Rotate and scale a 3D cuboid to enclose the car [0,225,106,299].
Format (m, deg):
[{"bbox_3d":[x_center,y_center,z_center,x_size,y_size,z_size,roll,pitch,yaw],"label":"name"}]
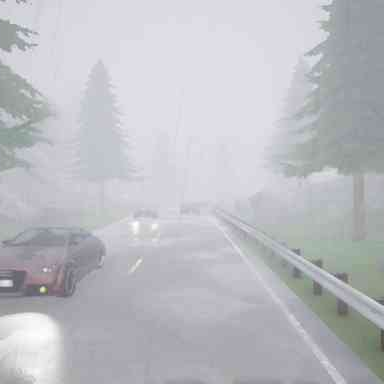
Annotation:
[{"bbox_3d":[-3.580,1.564,8.382,1.994,1.385,4.181,0,0,0],"label":"car"}]

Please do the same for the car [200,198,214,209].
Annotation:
[{"bbox_3d":[1.535,1.526,44.833,1.812,1.442,4.674,0,0,23],"label":"car"}]

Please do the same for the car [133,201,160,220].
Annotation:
[{"bbox_3d":[-3.743,1.525,27.965,1.812,1.442,4.674,0,0,-1],"label":"car"}]

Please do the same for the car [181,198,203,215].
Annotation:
[{"bbox_3d":[-0.170,1.601,33.763,1.895,1.301,4.718,0,0,0],"label":"car"}]
